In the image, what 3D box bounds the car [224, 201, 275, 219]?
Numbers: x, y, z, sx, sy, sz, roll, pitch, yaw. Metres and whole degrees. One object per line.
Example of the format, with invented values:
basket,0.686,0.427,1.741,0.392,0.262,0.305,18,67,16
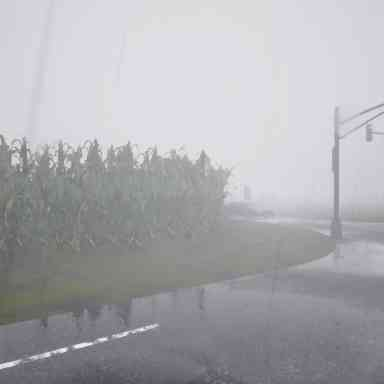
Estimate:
car,4.757,1.506,28.566,2.033,1.411,5.357,1,0,-27
